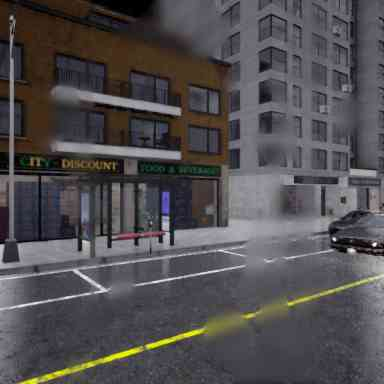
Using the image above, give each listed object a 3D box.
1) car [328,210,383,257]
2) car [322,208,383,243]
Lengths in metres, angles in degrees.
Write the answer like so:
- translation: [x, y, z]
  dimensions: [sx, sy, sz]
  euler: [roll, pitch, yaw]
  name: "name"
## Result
- translation: [7.439, 1.548, 12.545]
  dimensions: [5.357, 1.411, 2.033]
  euler: [0, 0, -36]
  name: "car"
- translation: [8.602, 1.566, 16.530]
  dimensions: [4.313, 1.339, 1.947]
  euler: [0, 0, -36]
  name: "car"
